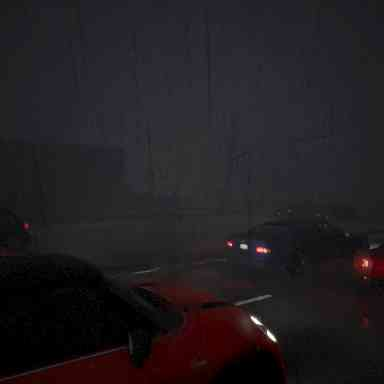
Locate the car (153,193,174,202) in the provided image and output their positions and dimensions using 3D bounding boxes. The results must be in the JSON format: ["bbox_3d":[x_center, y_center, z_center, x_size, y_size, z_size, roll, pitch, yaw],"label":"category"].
[{"bbox_3d":[-6.493,1.225,76.104,2.150,2.045,5.566,0,0,-36],"label":"car"}]

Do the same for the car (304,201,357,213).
[{"bbox_3d":[11.053,1.564,25.978,4.181,1.385,1.994,0,0,-35],"label":"car"}]

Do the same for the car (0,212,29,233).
[{"bbox_3d":[-4.339,1.352,4.953,4.553,1.767,2.097,0,0,-35],"label":"car"}]

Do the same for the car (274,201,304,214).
[{"bbox_3d":[9.134,1.525,28.908,4.674,1.442,1.812,0,0,-35],"label":"car"}]

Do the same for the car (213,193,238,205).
[{"bbox_3d":[5.658,1.222,59.262,2.150,2.045,5.566,0,0,-36],"label":"car"}]

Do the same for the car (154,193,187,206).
[{"bbox_3d":[-3.632,1.221,54.163,2.150,2.045,5.566,0,0,-35],"label":"car"}]

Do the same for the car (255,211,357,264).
[{"bbox_3d":[3.481,1.547,10.569,5.357,1.411,2.033,0,0,-35],"label":"car"}]

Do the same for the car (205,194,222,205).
[{"bbox_3d":[2.402,1.547,57.774,2.033,1.411,5.357,0,0,-36],"label":"car"}]

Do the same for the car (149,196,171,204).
[{"bbox_3d":[-6.182,1.505,63.688,1.837,1.490,4.892,0,0,-36],"label":"car"}]

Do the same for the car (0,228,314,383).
[{"bbox_3d":[-1.281,1.352,2.833,4.553,1.767,2.097,0,0,-35],"label":"car"}]

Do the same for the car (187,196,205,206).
[{"bbox_3d":[-0.599,1.547,55.947,2.033,1.411,5.357,0,0,-36],"label":"car"}]

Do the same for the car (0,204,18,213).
[{"bbox_3d":[-8.421,1.352,12.112,4.553,1.767,2.097,0,0,-35],"label":"car"}]

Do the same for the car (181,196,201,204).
[{"bbox_3d":[-0.218,1.564,67.418,1.994,1.385,4.181,0,0,-37],"label":"car"}]

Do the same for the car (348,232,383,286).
[{"bbox_3d":[6.052,1.601,8.097,4.718,1.301,1.895,0,0,-35],"label":"car"}]
